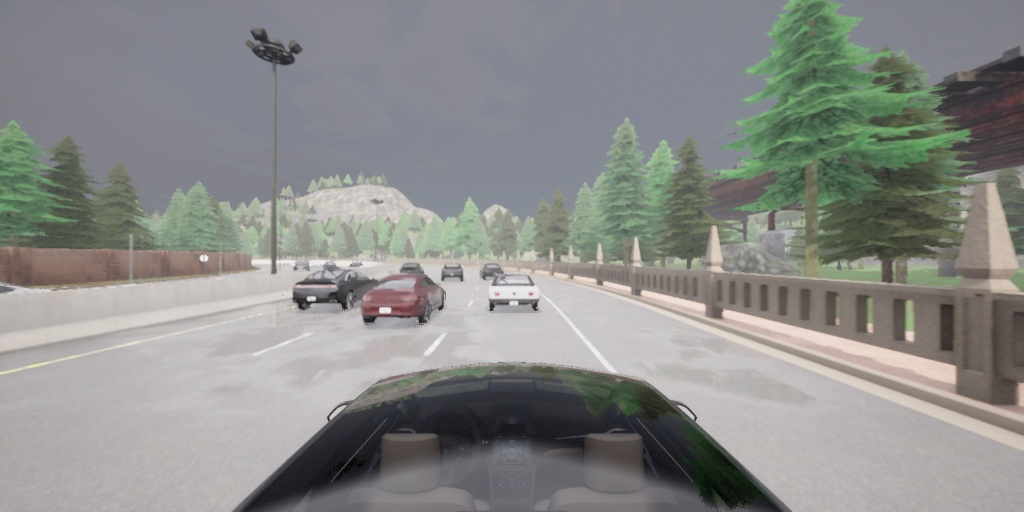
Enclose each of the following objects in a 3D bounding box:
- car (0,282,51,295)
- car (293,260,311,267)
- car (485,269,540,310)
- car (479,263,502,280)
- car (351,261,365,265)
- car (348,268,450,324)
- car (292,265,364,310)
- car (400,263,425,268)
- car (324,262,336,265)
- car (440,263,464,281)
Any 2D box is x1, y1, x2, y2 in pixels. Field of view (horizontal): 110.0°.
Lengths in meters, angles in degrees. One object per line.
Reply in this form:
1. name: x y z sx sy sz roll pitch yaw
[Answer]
1. car: -14.127 1.296 8.490 1.812 1.442 4.674 0 0 0
2. car: -29.241 1.334 50.050 1.812 1.442 4.674 0 0 -25
3. car: 0.001 1.389 14.926 1.895 1.301 4.718 0 0 -2
4. car: -1.896 1.366 32.573 1.812 1.442 4.674 0 0 -10
5. car: -22.890 1.503 52.994 2.033 1.411 5.357 0 0 -25
6. car: -3.445 1.306 11.963 1.812 1.442 4.674 0 0 -1
7. car: -7.018 1.280 14.823 2.128 1.511 4.902 0 0 -2
8. car: -8.817 1.342 31.589 1.837 1.490 4.892 0 0 -10
9. car: -26.066 1.499 51.522 2.033 1.411 5.357 0 0 -25
10. car: -5.259 1.328 31.485 2.128 1.511 4.902 0 0 -10
